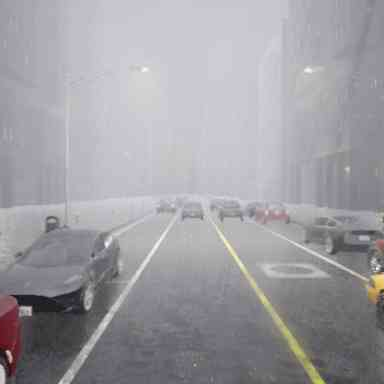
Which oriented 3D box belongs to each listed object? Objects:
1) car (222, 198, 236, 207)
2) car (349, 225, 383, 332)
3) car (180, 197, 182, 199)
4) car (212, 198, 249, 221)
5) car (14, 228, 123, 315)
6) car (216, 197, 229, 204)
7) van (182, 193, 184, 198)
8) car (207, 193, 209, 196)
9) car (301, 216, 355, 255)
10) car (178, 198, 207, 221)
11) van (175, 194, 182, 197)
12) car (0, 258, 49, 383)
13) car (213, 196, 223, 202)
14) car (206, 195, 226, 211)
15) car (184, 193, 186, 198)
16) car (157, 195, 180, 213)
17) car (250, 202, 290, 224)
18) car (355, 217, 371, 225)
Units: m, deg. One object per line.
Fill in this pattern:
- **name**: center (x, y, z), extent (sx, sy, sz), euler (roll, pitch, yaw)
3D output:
- **car**: center (5.868, 1.627, 52.987), extent (1.802, 1.307, 4.206), euler (0, 0, 0)
- **car**: center (3.903, 1.466, 3.579), extent (1.801, 1.575, 5.366), euler (0, 0, 0)
- **car**: center (-2.681, 1.569, 41.643), extent (2.008, 1.369, 4.403), euler (0, 0, 0)
- **car**: center (3.103, 1.514, 27.514), extent (2.128, 1.511, 4.902), euler (0, 0, 1)
- **car**: center (-2.752, 1.563, 7.579), extent (1.947, 1.339, 4.313), euler (0, 0, 0)
- **car**: center (5.892, 1.604, 64.342), extent (2.008, 1.369, 4.403), euler (0, 0, 0)
- **van**: center (-2.657, 1.367, 52.998), extent (1.690, 1.788, 3.998), euler (0, 0, 0)
- **car**: center (5.951, 1.520, 92.730), extent (1.967, 1.590, 4.097), euler (0, 0, 0)
- **car**: center (5.785, 1.585, 13.244), extent (1.947, 1.339, 4.313), euler (0, 0, 0)
- **car**: center (0.052, 1.520, 27.243), extent (1.837, 1.490, 4.892), euler (0, 0, 0)
- **van**: center (-2.668, 1.363, 47.321), extent (1.690, 1.788, 3.998), euler (0, 0, 0)
- **car**: center (-2.764, 1.540, 1.901), extent (1.887, 1.381, 4.507), euler (0, 0, 0)
- **car**: center (5.916, 1.644, 75.697), extent (1.802, 1.307, 4.206), euler (0, 0, 0)
- **car**: center (3.103, 1.523, 40.173), extent (2.128, 1.511, 4.902), euler (0, 0, 1)
- **car**: center (-2.645, 1.345, 58.676), extent (2.192, 1.841, 5.009), euler (0, 0, 0)
- **car**: center (-2.692, 1.454, 35.965), extent (1.967, 1.590, 4.097), euler (0, 0, 0)
- **car**: center (5.809, 1.466, 24.598), extent (1.967, 1.590, 4.097), euler (0, 0, 0)
- **car**: center (5.773, 1.457, 7.565), extent (1.967, 1.590, 4.097), euler (0, 0, 0)
